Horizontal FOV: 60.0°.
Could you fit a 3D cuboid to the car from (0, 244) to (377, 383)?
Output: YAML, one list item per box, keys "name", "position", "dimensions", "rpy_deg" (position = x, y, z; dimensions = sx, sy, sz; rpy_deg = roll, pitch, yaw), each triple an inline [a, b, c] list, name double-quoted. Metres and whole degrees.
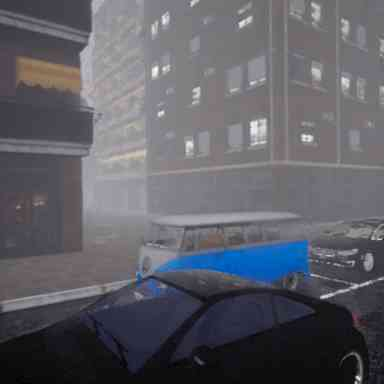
- name: "car"
  position: [-0.088, 1.564, 3.317]
  dimensions: [4.181, 1.385, 1.994]
  rpy_deg: [0, 0, -36]

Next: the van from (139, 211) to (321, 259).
- name: "van"
  position: [0.769, 1.340, 7.127]
  dimensions: [3.998, 1.788, 1.690]
  rpy_deg: [0, -1, -35]

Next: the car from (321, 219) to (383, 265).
- name: "car"
  position: [5.381, 1.549, 10.415]
  dimensions: [4.403, 1.369, 2.008]
  rpy_deg: [0, -1, -35]
